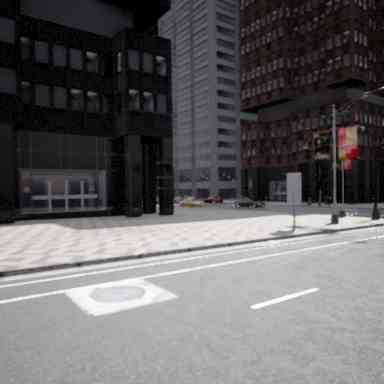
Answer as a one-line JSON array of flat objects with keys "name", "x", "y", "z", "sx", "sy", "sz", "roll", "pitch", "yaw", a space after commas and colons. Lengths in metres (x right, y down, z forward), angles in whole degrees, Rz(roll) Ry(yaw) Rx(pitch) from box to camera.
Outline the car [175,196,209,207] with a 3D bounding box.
[{"name": "car", "x": -0.030, "y": 1.553, "z": 49.688, "sx": 1.752, "sy": 1.417, "sz": 4.829, "roll": -2, "pitch": 1, "yaw": -35}]

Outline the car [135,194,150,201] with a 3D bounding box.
[{"name": "car", "x": -12.087, "y": 1.429, "z": 81.271, "sx": 1.967, "sy": 1.590, "sz": 4.097, "roll": -2, "pitch": 1, "yaw": -35}]

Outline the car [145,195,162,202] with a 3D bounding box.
[{"name": "car", "x": -8.937, "y": 1.405, "z": 76.854, "sx": 1.967, "sy": 1.590, "sz": 4.097, "roll": -2, "pitch": 1, "yaw": -35}]

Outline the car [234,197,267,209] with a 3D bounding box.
[{"name": "car", "x": 7.636, "y": 1.445, "z": 43.534, "sx": 1.837, "sy": 1.490, "sz": 4.892, "roll": -1, "pitch": 1, "yaw": -35}]

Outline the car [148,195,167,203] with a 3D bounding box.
[{"name": "car", "x": -7.230, "y": 1.477, "z": 69.711, "sx": 1.812, "sy": 1.442, "sz": 4.674, "roll": -1, "pitch": 1, "yaw": -35}]

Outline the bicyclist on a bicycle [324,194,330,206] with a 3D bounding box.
[{"name": "bicyclist on a bicycle", "x": 17.926, "y": 1.047, "z": 44.126, "sx": 1.656, "sy": 1.620, "sz": 0.582, "roll": -2, "pitch": 1, "yaw": -35}]

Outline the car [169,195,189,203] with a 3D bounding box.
[{"name": "car", "x": -2.734, "y": 1.446, "z": 68.160, "sx": 1.752, "sy": 1.417, "sz": 4.829, "roll": -2, "pitch": 1, "yaw": -35}]

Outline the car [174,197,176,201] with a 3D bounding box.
[{"name": "car", "x": -0.788, "y": 1.495, "z": 60.725, "sx": 2.033, "sy": 1.411, "sz": 5.357, "roll": -1, "pitch": 1, "yaw": -35}]

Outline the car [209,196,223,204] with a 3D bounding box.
[{"name": "car", "x": 3.665, "y": 1.423, "z": 59.188, "sx": 1.887, "sy": 1.381, "sz": 4.507, "roll": -2, "pitch": 1, "yaw": -35}]

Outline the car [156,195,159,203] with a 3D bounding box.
[{"name": "car", "x": -5.460, "y": 1.588, "z": 62.050, "sx": 1.994, "sy": 1.385, "sz": 4.181, "roll": -1, "pitch": 1, "yaw": -35}]
